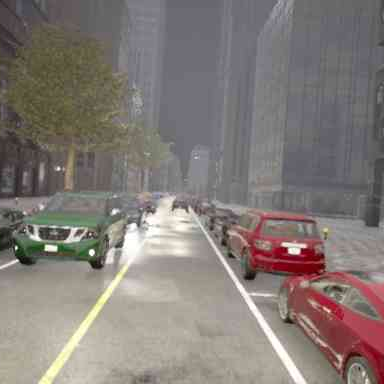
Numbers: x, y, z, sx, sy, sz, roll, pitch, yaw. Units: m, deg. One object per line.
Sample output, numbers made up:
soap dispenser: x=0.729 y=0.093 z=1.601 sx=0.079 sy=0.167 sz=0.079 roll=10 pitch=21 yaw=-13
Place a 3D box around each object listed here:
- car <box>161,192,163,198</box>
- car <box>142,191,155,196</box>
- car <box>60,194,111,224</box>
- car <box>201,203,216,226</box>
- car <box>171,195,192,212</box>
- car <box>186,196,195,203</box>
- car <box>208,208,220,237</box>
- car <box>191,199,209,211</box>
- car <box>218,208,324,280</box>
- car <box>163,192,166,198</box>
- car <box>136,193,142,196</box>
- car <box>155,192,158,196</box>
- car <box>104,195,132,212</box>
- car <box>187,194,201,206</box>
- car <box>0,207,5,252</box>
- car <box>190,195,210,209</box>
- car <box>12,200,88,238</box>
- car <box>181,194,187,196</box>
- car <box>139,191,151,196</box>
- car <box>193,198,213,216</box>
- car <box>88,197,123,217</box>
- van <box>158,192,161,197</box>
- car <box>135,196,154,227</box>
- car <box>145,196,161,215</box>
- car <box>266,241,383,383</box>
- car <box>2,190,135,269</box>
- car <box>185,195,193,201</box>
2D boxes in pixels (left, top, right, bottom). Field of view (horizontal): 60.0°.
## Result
car: x=-9.055 y=0.970 z=83.224 sx=1.967 sy=1.590 sz=4.097 roll=4 pitch=0 yaw=-2
car: x=-7.937 y=0.831 z=55.049 sx=2.192 sy=1.841 sz=5.009 roll=4 pitch=0 yaw=-2
car: x=-6.619 y=0.986 z=21.236 sx=1.967 sy=1.590 sz=4.097 roll=4 pitch=0 yaw=-2
car: x=1.870 y=1.709 z=21.566 sx=1.947 sy=1.339 sz=4.313 roll=4 pitch=0 yaw=-2
car: x=-1.335 y=1.447 z=38.007 sx=1.837 sy=1.490 sz=4.892 roll=4 pitch=-1 yaw=-2
car: x=-0.345 y=1.701 z=77.910 sx=1.802 sy=1.307 sz=4.206 roll=4 pitch=0 yaw=-2
car: x=2.090 y=1.719 z=15.932 sx=1.947 sy=1.339 sz=4.313 roll=4 pitch=0 yaw=-2
car: x=0.985 y=1.686 z=44.103 sx=1.947 sy=1.339 sz=4.313 roll=4 pitch=0 yaw=-2
car: x=2.329 y=1.480 z=10.299 sx=2.192 sy=1.841 sz=5.009 roll=4 pitch=0 yaw=-2
car: x=-9.490 y=0.861 z=94.495 sx=2.192 sy=1.841 sz=5.009 roll=4 pitch=0 yaw=-2
car: x=-7.292 y=1.092 z=38.143 sx=1.947 sy=1.339 sz=4.313 roll=4 pitch=0 yaw=-2
car: x=-8.398 y=1.092 z=66.317 sx=1.802 sy=1.307 sz=4.206 roll=4 pitch=0 yaw=-2
car: x=-7.060 y=1.057 z=32.337 sx=1.752 sy=1.417 sz=4.829 roll=4 pitch=0 yaw=-2
car: x=0.340 y=1.425 z=61.009 sx=2.192 sy=1.841 sz=5.009 roll=4 pitch=0 yaw=-2
car: x=-6.187 y=1.133 z=9.967 sx=1.947 sy=1.339 sz=4.313 roll=4 pitch=0 yaw=-2
car: x=1.224 y=1.440 z=38.471 sx=2.192 sy=1.841 sz=5.009 roll=4 pitch=0 yaw=-2
car: x=-6.409 y=1.138 z=15.602 sx=1.802 sy=1.307 sz=4.206 roll=4 pitch=0 yaw=-2
car: x=-1.920 y=1.499 z=52.822 sx=1.994 sy=1.385 sz=4.181 roll=4 pitch=0 yaw=-2
car: x=-7.732 y=1.064 z=49.413 sx=1.887 sy=1.381 sz=4.507 roll=4 pitch=0 yaw=-2
car: x=1.429 y=1.674 z=32.835 sx=1.887 sy=1.381 sz=4.507 roll=4 pitch=0 yaw=-2
car: x=-6.850 y=1.120 z=26.872 sx=1.802 sy=1.307 sz=4.206 roll=4 pitch=0 yaw=-2
van: x=-8.826 y=0.863 z=77.589 sx=1.690 sy=1.788 sz=3.998 roll=4 pitch=0 yaw=-2
car: x=-3.841 y=1.232 z=20.696 sx=2.128 sy=1.511 sz=4.902 roll=4 pitch=0 yaw=-2
car: x=-4.211 y=1.330 z=30.913 sx=1.895 sy=1.301 sz=4.718 roll=4 pitch=0 yaw=-2
car: x=2.530 y=1.760 z=4.663 sx=1.802 sy=1.307 sz=4.206 roll=4 pitch=0 yaw=-2
car: x=-3.442 y=0.981 z=10.678 sx=2.150 sy=2.045 sz=5.566 roll=4 pitch=0 yaw=-2
car: x=-0.786 y=1.680 z=89.180 sx=1.887 sy=1.381 sz=4.507 roll=4 pitch=0 yaw=-2
